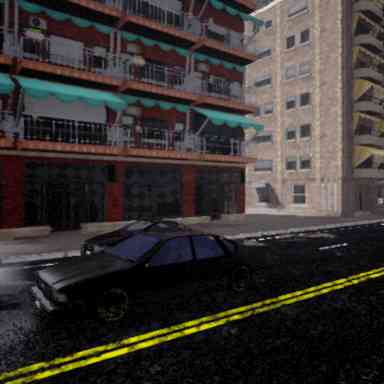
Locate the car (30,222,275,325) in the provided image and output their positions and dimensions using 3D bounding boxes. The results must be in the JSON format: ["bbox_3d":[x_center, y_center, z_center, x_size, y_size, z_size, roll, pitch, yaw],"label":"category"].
[{"bbox_3d":[-0.511,1.561,7.342,5.357,1.411,2.033,0,0,-36],"label":"car"}]

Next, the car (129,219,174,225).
[{"bbox_3d":[-1.367,1.583,10.749,4.181,1.385,1.994,0,0,-36],"label":"car"}]
